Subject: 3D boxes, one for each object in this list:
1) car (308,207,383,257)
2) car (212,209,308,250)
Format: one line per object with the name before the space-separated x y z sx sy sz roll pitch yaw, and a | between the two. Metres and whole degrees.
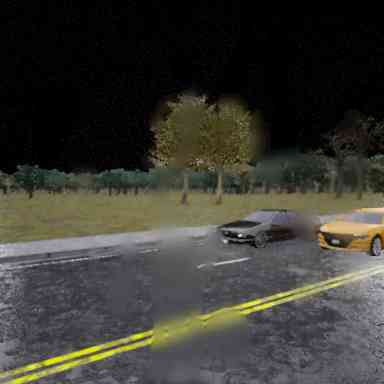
car | 6.830 1.361 12.554 5.008 1.535 1.882 -1 0 -35
car | 3.413 1.447 14.108 5.357 1.411 2.033 -1 0 -36
